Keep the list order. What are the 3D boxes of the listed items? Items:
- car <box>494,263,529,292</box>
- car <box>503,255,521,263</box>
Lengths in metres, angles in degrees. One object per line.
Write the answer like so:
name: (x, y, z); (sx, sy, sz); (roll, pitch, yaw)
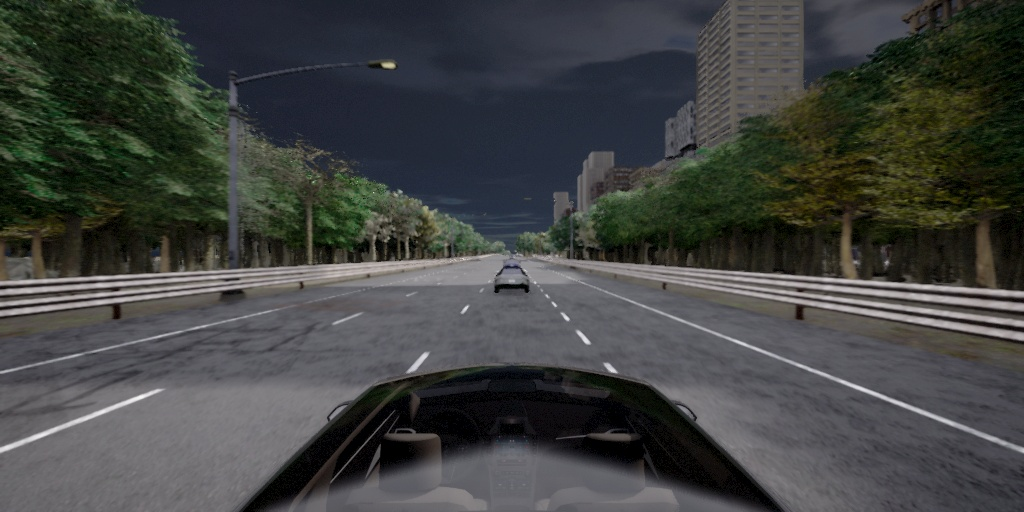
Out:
car: (-0.007, 1.310, 21.405); (1.994, 1.385, 4.181); (0, 0, 0)
car: (-0.014, 1.069, 43.340); (2.097, 1.767, 4.553); (0, 0, 0)
